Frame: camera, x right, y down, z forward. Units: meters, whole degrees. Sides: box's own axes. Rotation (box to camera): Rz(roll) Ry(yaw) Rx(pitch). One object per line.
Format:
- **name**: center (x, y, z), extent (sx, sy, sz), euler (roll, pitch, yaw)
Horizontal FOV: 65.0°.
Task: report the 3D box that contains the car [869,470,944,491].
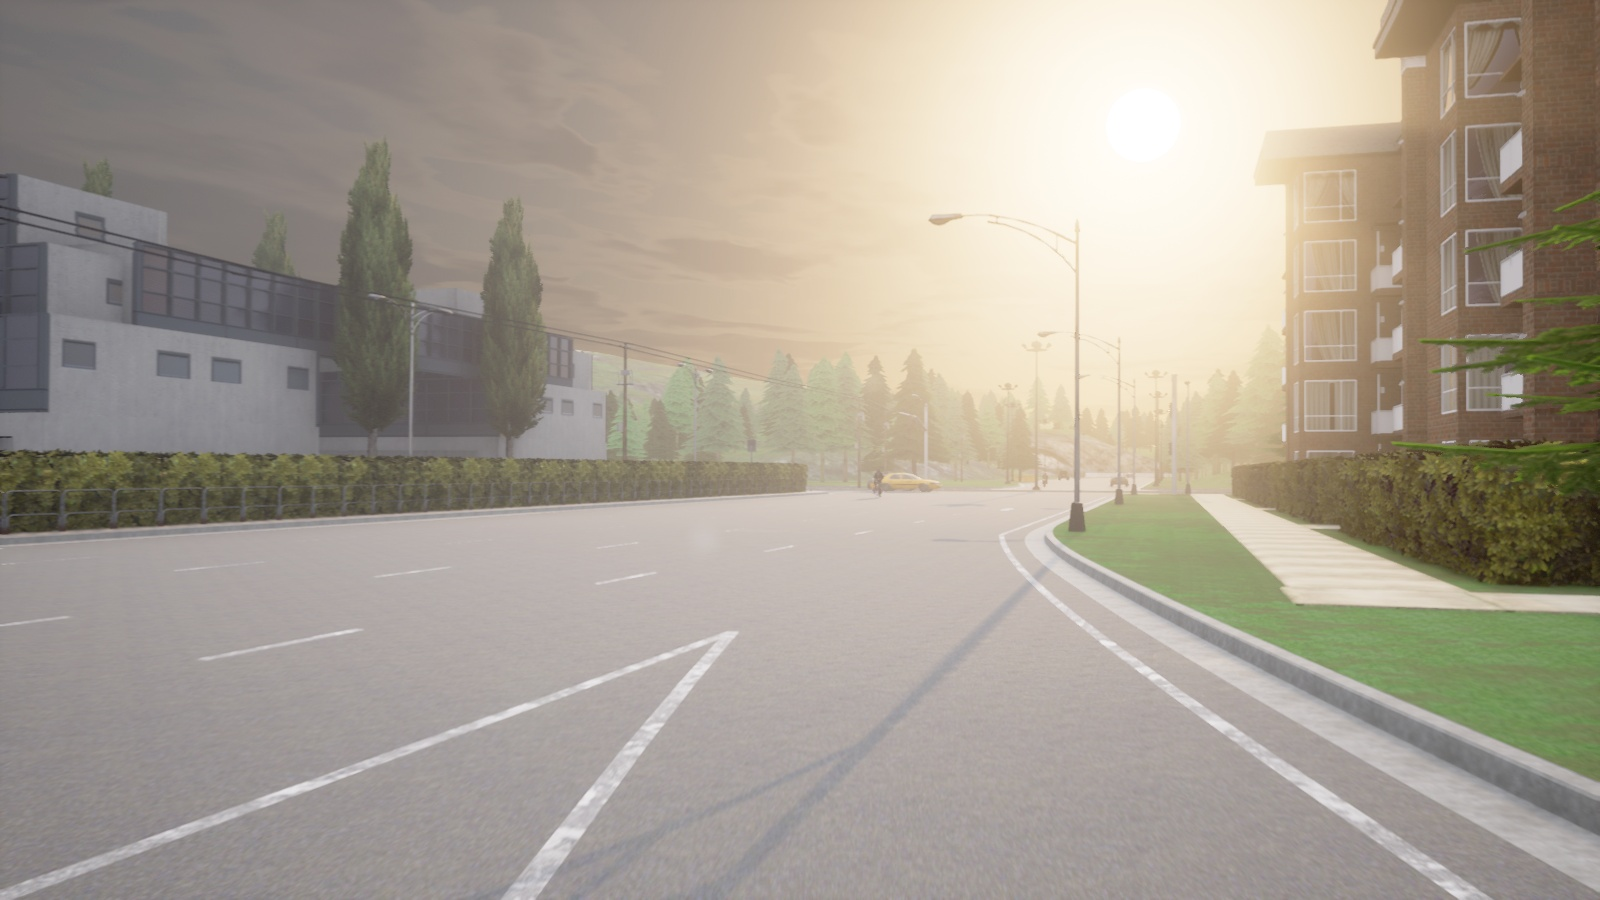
- **car**: center (8.055, 2.309, 94.840), extent (5.366, 1.575, 1.801), euler (-1, -1, 21)
